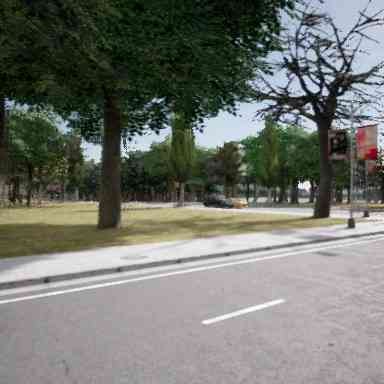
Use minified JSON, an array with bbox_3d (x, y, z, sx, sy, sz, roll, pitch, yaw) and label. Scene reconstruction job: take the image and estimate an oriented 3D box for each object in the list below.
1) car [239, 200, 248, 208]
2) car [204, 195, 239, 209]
[{"bbox_3d":[6.773,1.806,53.082,1.882,1.535,5.008,1,-1,-36],"label":"car"},{"bbox_3d":[4.110,1.523,51.207,2.150,2.045,5.566,1,-1,-36],"label":"car"}]
